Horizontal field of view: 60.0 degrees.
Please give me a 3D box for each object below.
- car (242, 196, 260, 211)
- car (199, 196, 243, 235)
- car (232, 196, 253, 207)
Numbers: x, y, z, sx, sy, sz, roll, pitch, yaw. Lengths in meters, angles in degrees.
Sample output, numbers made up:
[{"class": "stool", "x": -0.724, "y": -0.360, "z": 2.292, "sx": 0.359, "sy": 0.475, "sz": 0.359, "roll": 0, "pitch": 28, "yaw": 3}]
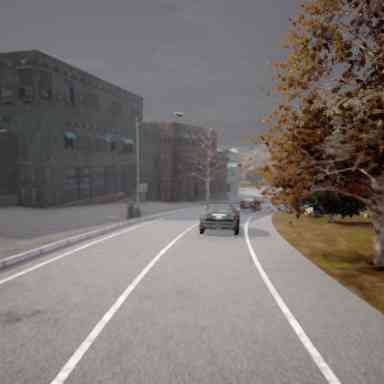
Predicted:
[{"class": "car", "x": 7.049, "y": 1.418, "z": 40.177, "sx": 1.882, "sy": 1.535, "sz": 5.008, "roll": 2, "pitch": 0, "yaw": 19}, {"class": "car", "x": 1.682, "y": 1.291, "z": 18.877, "sx": 2.097, "sy": 1.767, "sz": 4.553, "roll": 1, "pitch": 0, "yaw": 8}, {"class": "car", "x": 7.787, "y": 1.399, "z": 51.127, "sx": 1.812, "sy": 1.442, "sz": 4.674, "roll": 3, "pitch": 1, "yaw": 25}]
